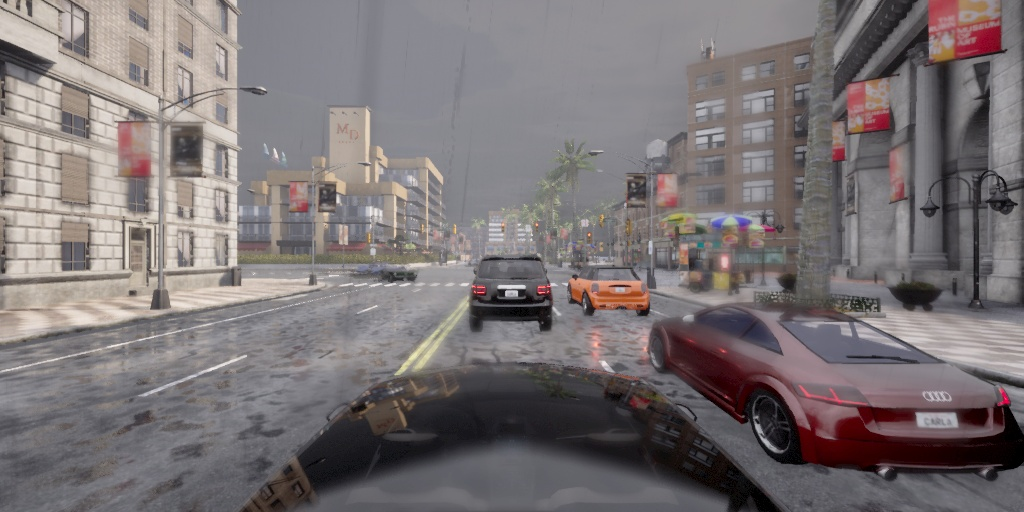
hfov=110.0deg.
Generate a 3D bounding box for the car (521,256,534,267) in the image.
[{"bbox_3d":[2.761,0.971,65.158,2.150,2.045,5.566,0,0,-1],"label":"car"}]

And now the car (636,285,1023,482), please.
[{"bbox_3d":[3.478,1.314,4.938,1.994,1.385,4.181,0,0,0],"label":"car"}]

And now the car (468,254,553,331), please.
[{"bbox_3d":[-0.043,0.971,11.085,2.150,2.045,5.566,0,0,-1],"label":"car"}]

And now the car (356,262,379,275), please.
[{"bbox_3d":[-13.631,1.298,38.148,5.357,1.411,2.033,0,0,-11],"label":"car"}]

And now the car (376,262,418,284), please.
[{"bbox_3d":[-8.723,1.351,27.441,1.895,1.301,4.718,0,0,-32],"label":"car"}]

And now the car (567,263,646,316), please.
[{"bbox_3d":[3.432,1.102,13.570,2.097,1.767,4.553,0,0,-1],"label":"car"}]
